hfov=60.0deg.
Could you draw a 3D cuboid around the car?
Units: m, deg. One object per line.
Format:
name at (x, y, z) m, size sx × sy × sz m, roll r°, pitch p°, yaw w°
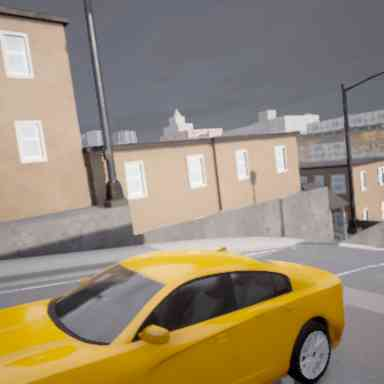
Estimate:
car at (-0.273, 1.480, 3.837) m, size 5.008 × 1.535 × 1.882 m, roll 0°, pitch 0°, yaw -35°
